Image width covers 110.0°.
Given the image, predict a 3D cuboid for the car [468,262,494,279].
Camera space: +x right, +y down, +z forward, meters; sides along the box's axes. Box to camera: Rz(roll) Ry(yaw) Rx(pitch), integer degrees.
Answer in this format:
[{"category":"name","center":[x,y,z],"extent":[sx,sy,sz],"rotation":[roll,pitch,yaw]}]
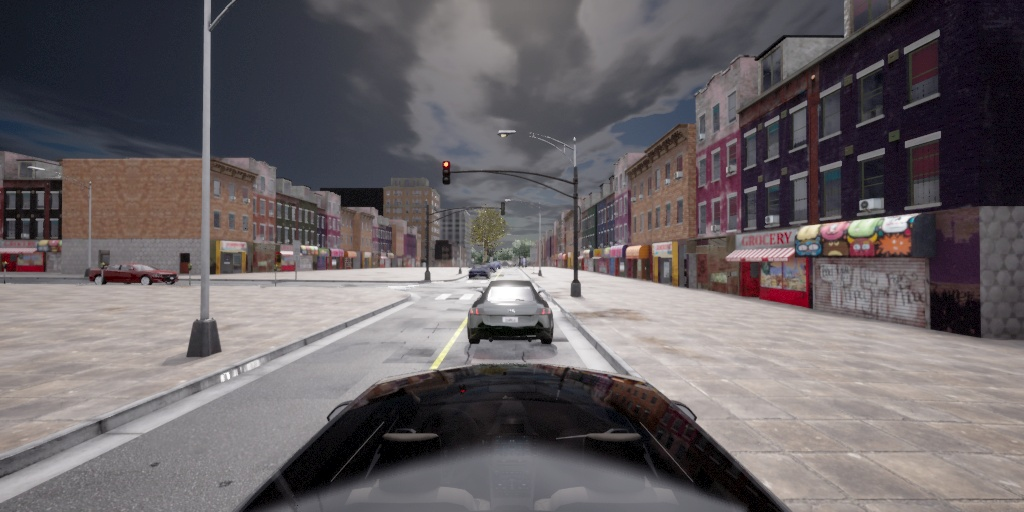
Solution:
[{"category":"car","center":[-3.022,1.504,33.794],"extent":[1.895,1.301,4.718],"rotation":[0,-1,0]}]

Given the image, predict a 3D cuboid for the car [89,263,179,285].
[{"category":"car","center":[-23.352,1.118,22.232],"extent":[4.507,1.381,1.888],"rotation":[0,0,0]}]

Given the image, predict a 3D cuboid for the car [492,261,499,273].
[{"category":"car","center":[-3.116,1.645,49.132],"extent":[1.895,1.301,4.718],"rotation":[0,-1,0]}]

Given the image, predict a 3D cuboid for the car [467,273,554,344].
[{"category":"car","center":[-0.036,1.325,9.612],"extent":[1.994,1.385,4.181],"rotation":[0,0,0]}]
